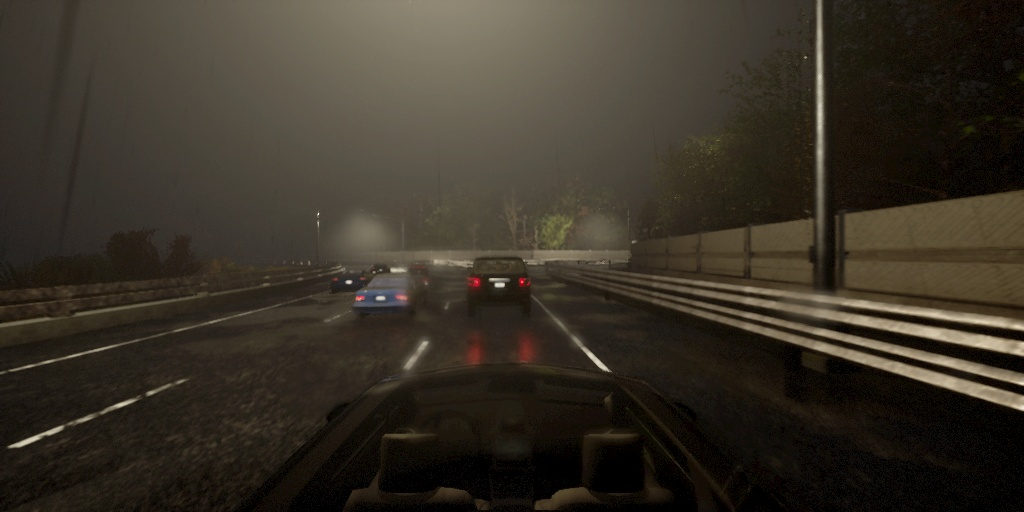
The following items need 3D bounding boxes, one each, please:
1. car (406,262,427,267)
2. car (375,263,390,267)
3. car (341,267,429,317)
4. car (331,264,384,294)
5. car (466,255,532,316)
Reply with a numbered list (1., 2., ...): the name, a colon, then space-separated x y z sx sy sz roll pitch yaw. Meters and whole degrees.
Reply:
1. car: -9.580 1.311 36.306 2.128 1.511 4.902 0 0 -19
2. car: -14.126 1.404 38.645 1.994 1.385 4.181 0 0 -20
3. car: -4.257 1.325 13.293 2.033 1.411 5.357 0 0 -7
4. car: -9.088 1.369 21.086 1.994 1.385 4.181 0 0 -11
5. car: -0.523 0.984 13.664 2.150 2.045 5.566 0 0 -3
